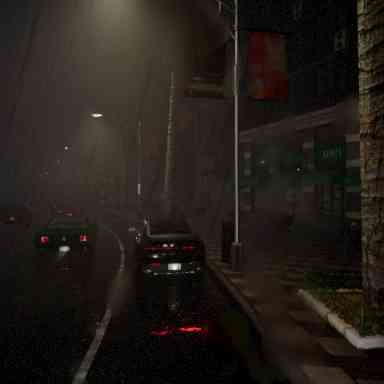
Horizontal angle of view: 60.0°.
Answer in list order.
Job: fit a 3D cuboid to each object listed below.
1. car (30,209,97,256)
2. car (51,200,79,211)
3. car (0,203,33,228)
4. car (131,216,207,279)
[{"bbox_3d":[-4.780,1.597,13.251,1.895,1.301,4.718,0,0,-14],"label":"car"},{"bbox_3d":[-9.860,1.517,26.125,1.812,1.442,4.674,0,0,-24],"label":"car"},{"bbox_3d":[-11.893,1.468,22.449,1.882,1.535,5.008,0,0,-24],"label":"car"},{"bbox_3d":[-0.838,1.502,10.176,1.837,1.490,4.892,0,0,-10],"label":"car"}]
